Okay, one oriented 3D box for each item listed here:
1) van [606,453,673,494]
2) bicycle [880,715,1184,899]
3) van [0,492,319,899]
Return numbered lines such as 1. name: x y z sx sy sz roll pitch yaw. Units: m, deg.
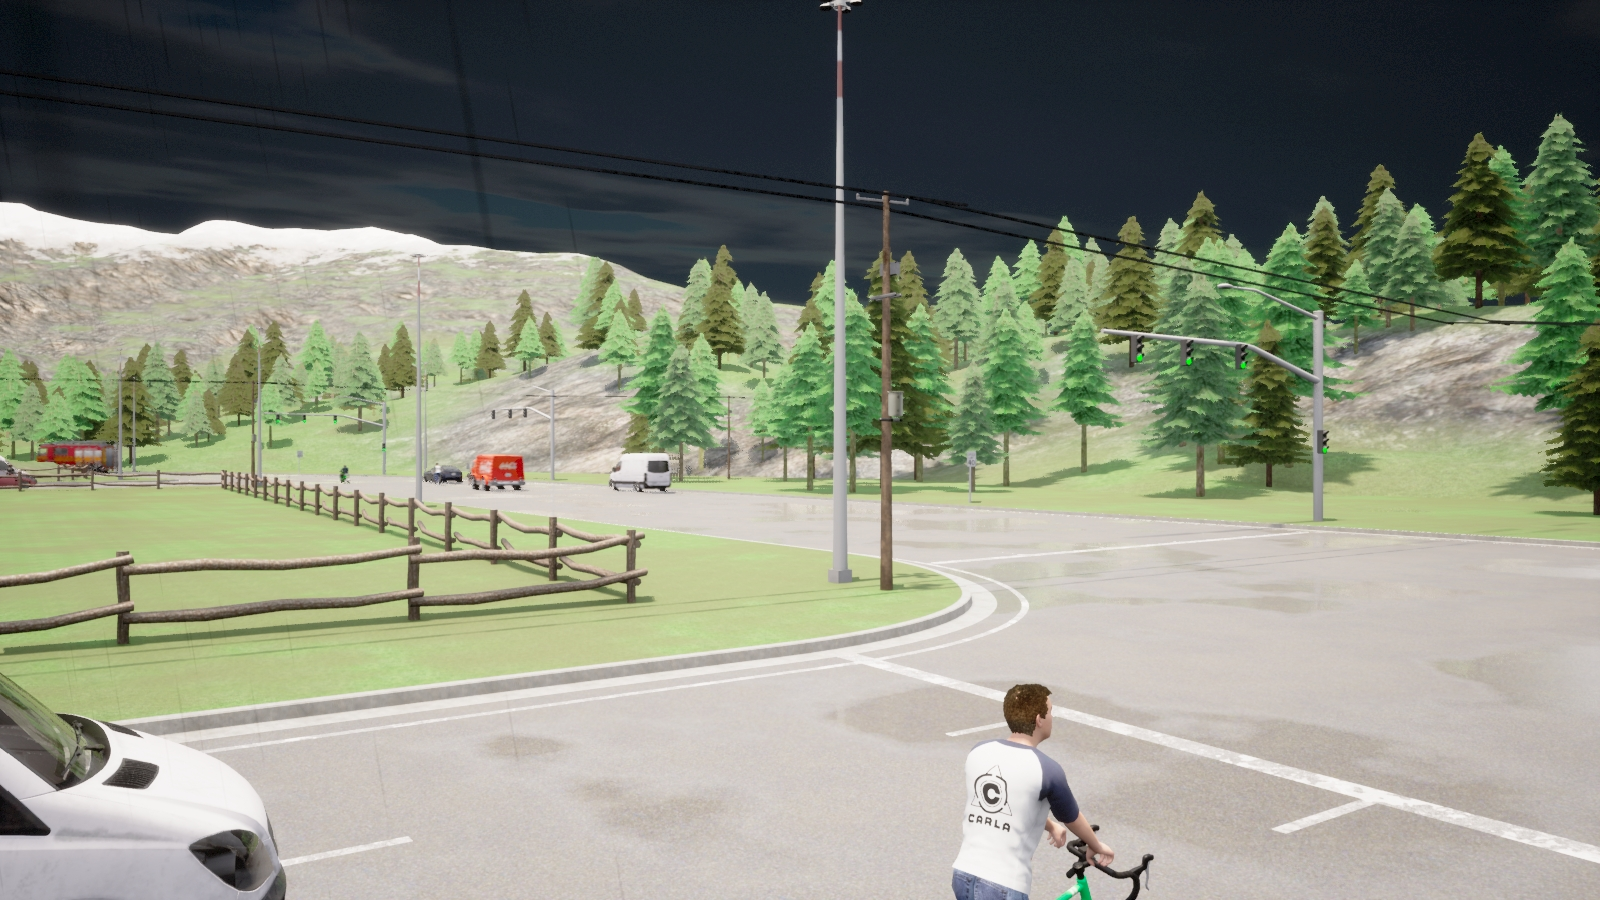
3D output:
1. van: -10.776 1.511 76.198 1.988 2.561 5.915 0 0 -35
2. bicycle: 1.060 2.053 4.957 1.643 1.496 0.373 0 0 -41
3. van: -5.215 1.535 4.399 5.915 2.561 1.988 0 0 -35
